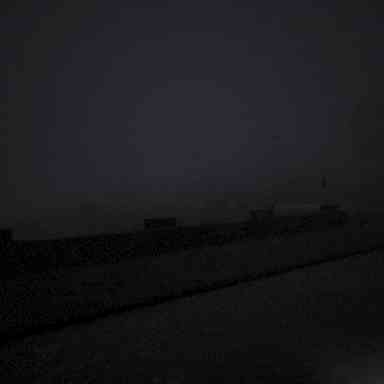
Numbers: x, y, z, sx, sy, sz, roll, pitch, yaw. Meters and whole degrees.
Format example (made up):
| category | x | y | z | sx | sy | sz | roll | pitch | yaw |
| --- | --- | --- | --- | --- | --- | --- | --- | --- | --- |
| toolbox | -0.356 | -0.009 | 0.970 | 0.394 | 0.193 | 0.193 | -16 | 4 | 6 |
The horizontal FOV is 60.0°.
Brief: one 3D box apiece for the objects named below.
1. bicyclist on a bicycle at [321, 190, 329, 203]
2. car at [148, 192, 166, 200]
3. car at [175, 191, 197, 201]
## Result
| category | x | y | z | sx | sy | sz | roll | pitch | yaw |
| --- | --- | --- | --- | --- | --- | --- | --- | --- | --- |
| bicyclist on a bicycle | 16.330 | 0.566 | 40.911 | 1.656 | 1.620 | 0.582 | -2 | 1 | -35 |
| car | -7.028 | 0.786 | 66.267 | 1.882 | 1.535 | 5.008 | -1 | 1 | -35 |
| car | -1.158 | 0.661 | 58.113 | 2.097 | 1.767 | 4.553 | -1 | 1 | -35 |
